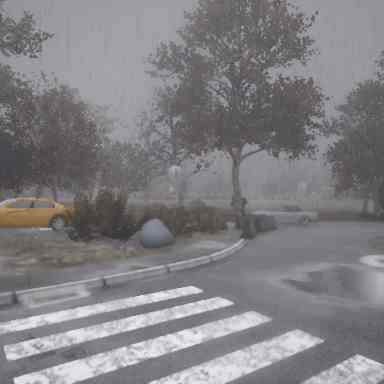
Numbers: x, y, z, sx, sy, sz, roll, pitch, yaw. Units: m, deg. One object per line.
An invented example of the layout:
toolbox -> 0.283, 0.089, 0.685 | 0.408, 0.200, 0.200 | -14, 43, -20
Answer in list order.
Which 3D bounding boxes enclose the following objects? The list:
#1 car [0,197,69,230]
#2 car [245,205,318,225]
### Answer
car -> -7.950, 0.986, 15.602 | 5.008, 1.535, 1.882 | 4, -2, -35
car -> 5.938, 1.564, 22.657 | 4.718, 1.301, 1.895 | 0, 0, -8
